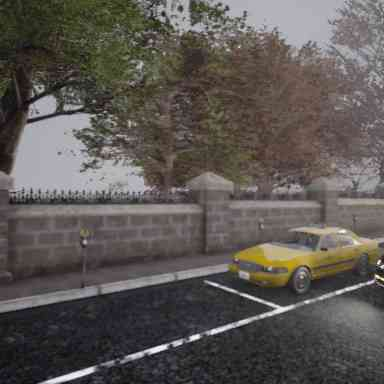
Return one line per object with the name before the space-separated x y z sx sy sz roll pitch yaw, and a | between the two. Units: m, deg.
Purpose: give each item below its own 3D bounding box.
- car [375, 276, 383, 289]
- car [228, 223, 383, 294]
car | 6.179 1.502 7.785 4.892 1.490 1.837 0 0 -35
car | 3.127 1.523 8.773 4.829 1.417 1.752 0 1 -35
